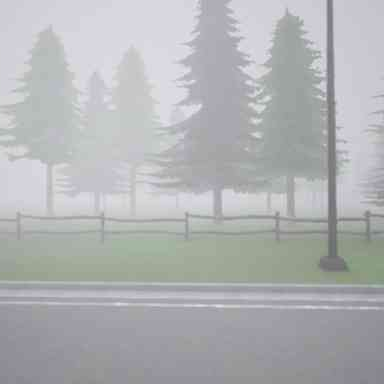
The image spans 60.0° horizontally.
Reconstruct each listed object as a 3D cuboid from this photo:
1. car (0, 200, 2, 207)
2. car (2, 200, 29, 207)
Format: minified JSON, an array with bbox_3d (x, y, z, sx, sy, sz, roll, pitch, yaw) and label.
[{"bbox_3d":[-38.625,2.291,67.272,2.033,1.411,5.357,0,0,5],"label":"car"},{"bbox_3d":[-35.137,2.262,66.984,2.033,1.411,5.357,0,0,5],"label":"car"}]
